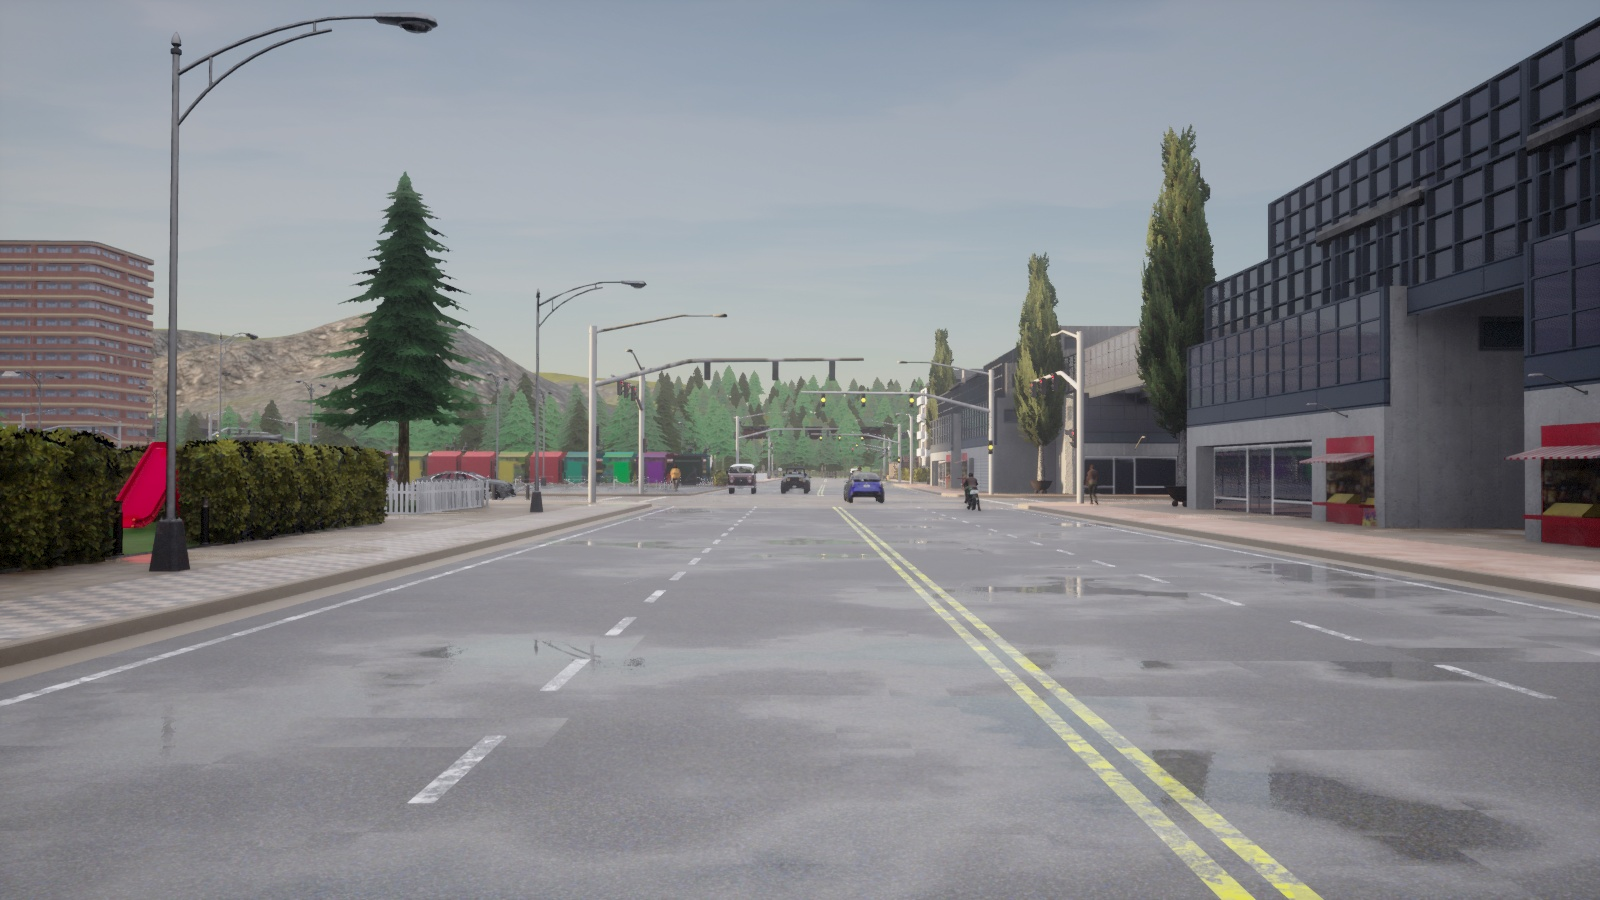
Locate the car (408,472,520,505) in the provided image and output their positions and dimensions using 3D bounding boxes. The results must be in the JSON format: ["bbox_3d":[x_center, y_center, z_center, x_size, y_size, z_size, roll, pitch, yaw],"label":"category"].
[{"bbox_3d":[-16.275,1.858,61.007,4.902,1.511,2.128,0,-1,0],"label":"car"}]

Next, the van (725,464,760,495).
[{"bbox_3d":[-3.870,1.979,85.083,2.069,2.038,4.480,0,-1,1],"label":"van"}]

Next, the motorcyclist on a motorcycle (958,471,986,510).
[{"bbox_3d":[6.870,1.612,50.285,0.797,1.523,2.044,0,-1,0],"label":"motorcyclist on a motorcycle"}]

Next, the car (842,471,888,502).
[{"bbox_3d":[3.236,1.811,63.454,2.007,1.525,4.514,0,-1,-1],"label":"car"}]

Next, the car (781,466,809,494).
[{"bbox_3d":[-0.334,2.079,87.593,1.905,1.878,3.866,0,-1,1],"label":"car"}]

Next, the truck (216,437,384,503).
[{"bbox_3d":[-26.942,1.079,67.971,7.936,3.462,2.891,0,-1,-1],"label":"truck"}]

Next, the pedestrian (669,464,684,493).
[{"bbox_3d":[-8.047,1.875,81.776,0.874,1.855,0.900,0,-1,0],"label":"pedestrian"}]

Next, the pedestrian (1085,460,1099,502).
[{"bbox_3d":[12.531,1.325,53.857,0.328,1.805,0.869,0,-1,-6],"label":"pedestrian"}]
